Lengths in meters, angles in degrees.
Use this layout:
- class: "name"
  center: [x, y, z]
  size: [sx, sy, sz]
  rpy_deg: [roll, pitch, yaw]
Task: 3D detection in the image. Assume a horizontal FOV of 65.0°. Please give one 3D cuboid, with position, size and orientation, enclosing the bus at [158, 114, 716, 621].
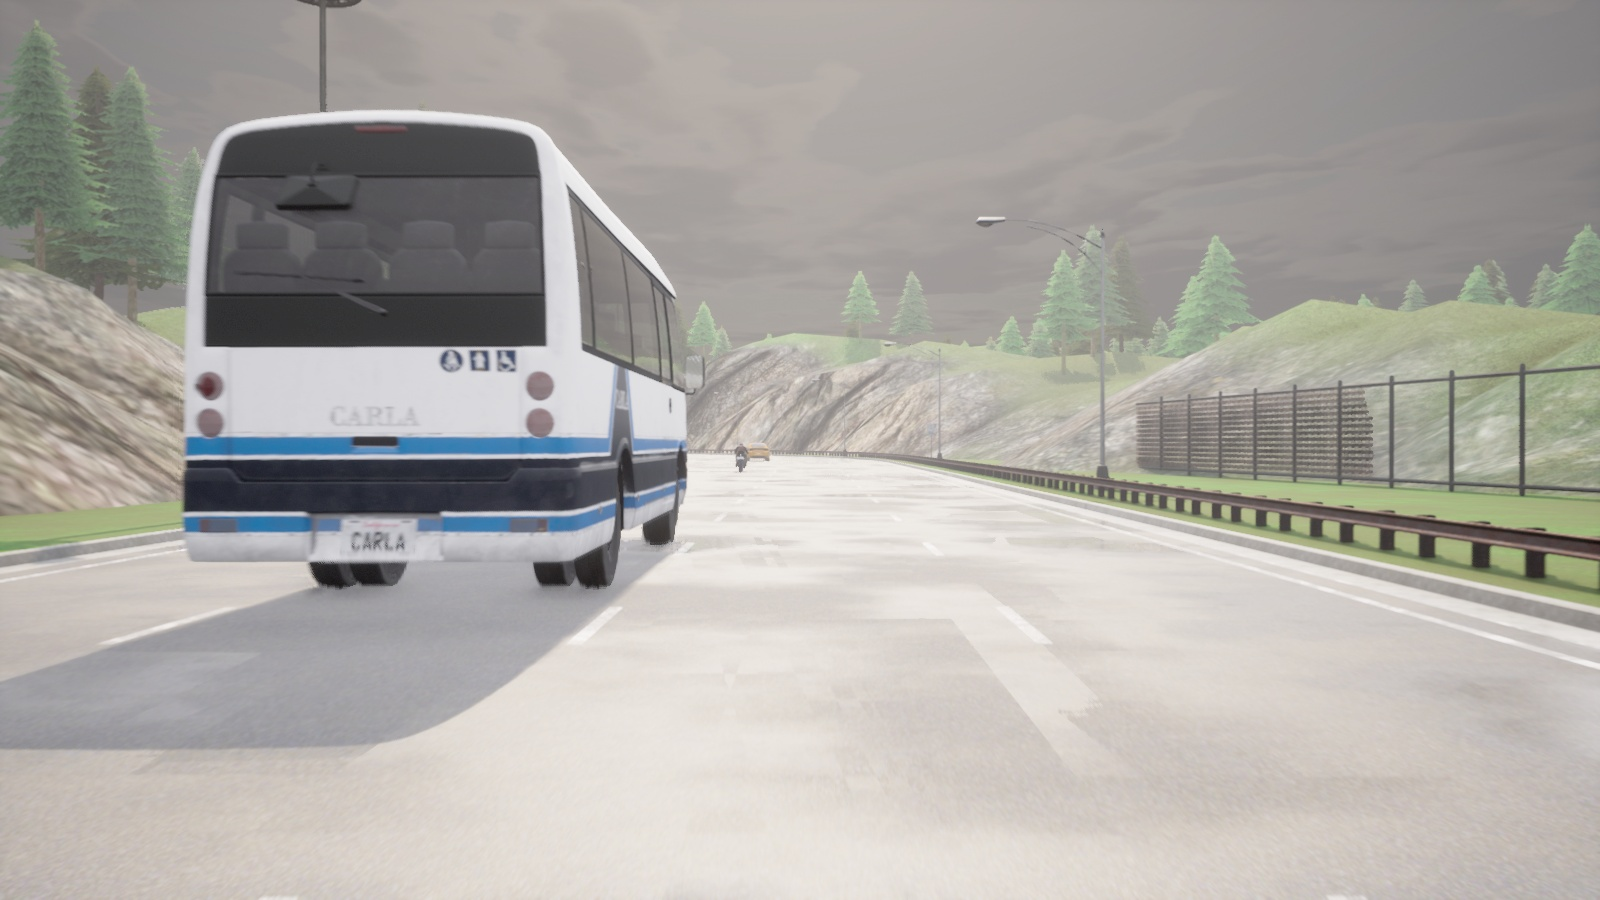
- class: "bus"
  center: [-3.394, -0.721, 15.693]
  size: [3.944, 4.253, 10.273]
  rpy_deg: [0, 0, 0]

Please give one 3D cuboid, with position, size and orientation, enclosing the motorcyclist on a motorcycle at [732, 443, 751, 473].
- class: "motorcyclist on a motorcycle"
  center: [-3.052, 0.410, 65.540]
  size: [0.866, 1.530, 2.191]
  rpy_deg: [0, 1, 0]
